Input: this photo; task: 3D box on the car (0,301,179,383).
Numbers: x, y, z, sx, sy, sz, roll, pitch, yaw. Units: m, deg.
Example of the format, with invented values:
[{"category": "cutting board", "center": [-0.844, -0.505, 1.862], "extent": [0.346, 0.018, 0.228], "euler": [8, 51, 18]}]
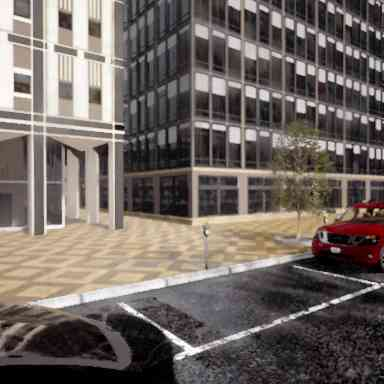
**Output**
[{"category": "car", "center": [-2.258, 1.509, 1.461], "extent": [4.892, 1.490, 1.837], "euler": [0, 0, -36]}]

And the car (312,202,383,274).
[{"category": "car", "center": [5.980, 1.267, 10.621], "extent": [5.009, 1.841, 2.192], "euler": [0, 0, -36]}]
